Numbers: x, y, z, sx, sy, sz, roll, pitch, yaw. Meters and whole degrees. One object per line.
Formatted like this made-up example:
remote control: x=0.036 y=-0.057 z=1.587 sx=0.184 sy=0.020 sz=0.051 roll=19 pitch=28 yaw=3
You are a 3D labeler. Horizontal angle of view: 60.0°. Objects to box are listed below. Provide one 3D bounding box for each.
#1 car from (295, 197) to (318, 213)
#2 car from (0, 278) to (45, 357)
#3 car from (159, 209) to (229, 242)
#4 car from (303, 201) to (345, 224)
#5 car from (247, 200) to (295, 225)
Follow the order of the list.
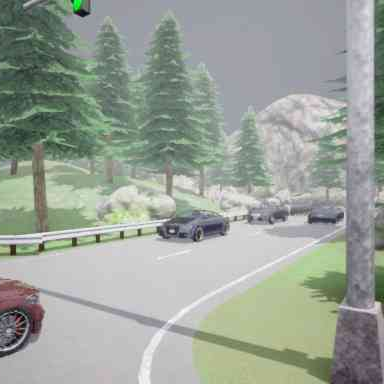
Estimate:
car: x=11.204 y=1.527 z=33.546 sx=1.837 sy=1.490 sz=4.892 roll=0 pitch=0 yaw=27
car: x=-4.097 y=1.585 z=3.786 sx=1.812 sy=1.442 sz=4.674 roll=0 pitch=-1 yaw=34
car: x=0.205 y=1.582 z=16.650 sx=1.994 sy=1.385 sz=4.181 roll=0 pitch=0 yaw=34
car: x=10.146 y=1.645 z=25.031 sx=1.994 sy=1.385 sz=4.181 roll=0 pitch=-1 yaw=34
car: x=5.738 y=1.512 z=24.914 sx=2.128 sy=1.511 sz=4.902 roll=0 pitch=0 yaw=34
